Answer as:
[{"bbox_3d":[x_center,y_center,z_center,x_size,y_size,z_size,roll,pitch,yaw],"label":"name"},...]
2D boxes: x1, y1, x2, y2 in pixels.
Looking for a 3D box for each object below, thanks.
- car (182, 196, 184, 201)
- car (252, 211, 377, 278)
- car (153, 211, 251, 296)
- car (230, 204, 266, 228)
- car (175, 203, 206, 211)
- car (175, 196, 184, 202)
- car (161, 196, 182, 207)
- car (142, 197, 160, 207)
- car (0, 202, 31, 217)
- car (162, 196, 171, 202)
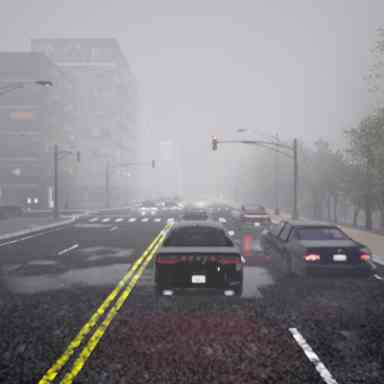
[{"bbox_3d":[-2.976,1.506,64.885,1.837,1.490,4.892,0,0,1],"label":"car"},{"bbox_3d":[3.394,1.544,10.076,2.033,1.411,5.357,0,0,1],"label":"car"},{"bbox_3d":[0.140,1.474,8.675,1.882,1.535,5.008,0,0,0],"label":"car"},{"bbox_3d":[3.444,1.486,19.925,2.128,1.511,4.902,0,0,0],"label":"car"},{"bbox_3d":[0.190,1.559,19.015,1.994,1.385,4.181,0,0,0],"label":"car"},{"bbox_3d":[-2.866,1.563,79.782,1.994,1.385,4.181,0,0,0],"label":"car"},{"bbox_3d":[-3.099,1.543,50.462,2.033,1.411,5.357,0,0,0],"label":"car"},{"bbox_3d":[-6.352,1.597,50.186,1.895,1.301,4.718,0,0,0],"label":"car"},{"bbox_3d":[-18.851,1.719,33.594,4.902,1.511,2.128,-1,0,-1],"label":"car"},{"bbox_3d":[-6.113,1.605,80.421,1.895,1.301,4.718,0,0,0],"label":"car"}]
